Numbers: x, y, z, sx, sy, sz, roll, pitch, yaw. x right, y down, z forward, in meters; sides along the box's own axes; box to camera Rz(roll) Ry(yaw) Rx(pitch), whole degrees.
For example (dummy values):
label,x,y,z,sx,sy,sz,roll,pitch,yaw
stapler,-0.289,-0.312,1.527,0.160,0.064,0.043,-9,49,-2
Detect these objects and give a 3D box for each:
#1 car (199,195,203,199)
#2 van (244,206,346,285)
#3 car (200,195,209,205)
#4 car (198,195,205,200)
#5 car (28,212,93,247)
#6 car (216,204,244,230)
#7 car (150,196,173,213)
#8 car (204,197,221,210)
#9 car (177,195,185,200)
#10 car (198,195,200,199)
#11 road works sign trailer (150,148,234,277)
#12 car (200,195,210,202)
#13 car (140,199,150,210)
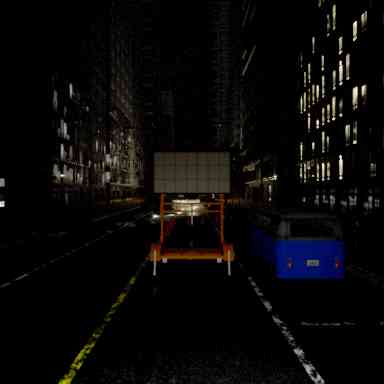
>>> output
label,x,y,z,sx,sy,sz,roll,pitch,yaw
car,2.692,1.538,54.785,2.008,1.369,4.403,0,0,0
van,2.691,1.341,9.246,1.690,1.788,3.998,0,0,0
car,2.692,1.544,49.093,2.008,1.369,4.403,0,0,0
car,2.694,1.462,94.633,1.887,1.381,4.507,0,0,0
car,-5.690,1.581,14.941,1.802,1.307,4.206,0,0,0
car,2.691,1.581,20.630,1.802,1.307,4.206,0,0,0
car,-3.099,1.476,36.573,1.882,1.535,5.008,0,0,0
car,2.692,1.581,37.708,1.802,1.307,4.206,0,0,0
car,-2.998,1.529,90.234,1.895,1.301,4.718,0,0,0
car,2.693,1.410,66.170,1.967,1.590,4.097,0,0,0
road works sign trailer,0.001,0.464,10.265,2.380,3.560,2.880,0,0,0
car,2.693,1.401,71.862,1.967,1.590,4.097,0,0,0
car,-5.689,1.548,43.404,2.008,1.369,4.403,0,0,0
